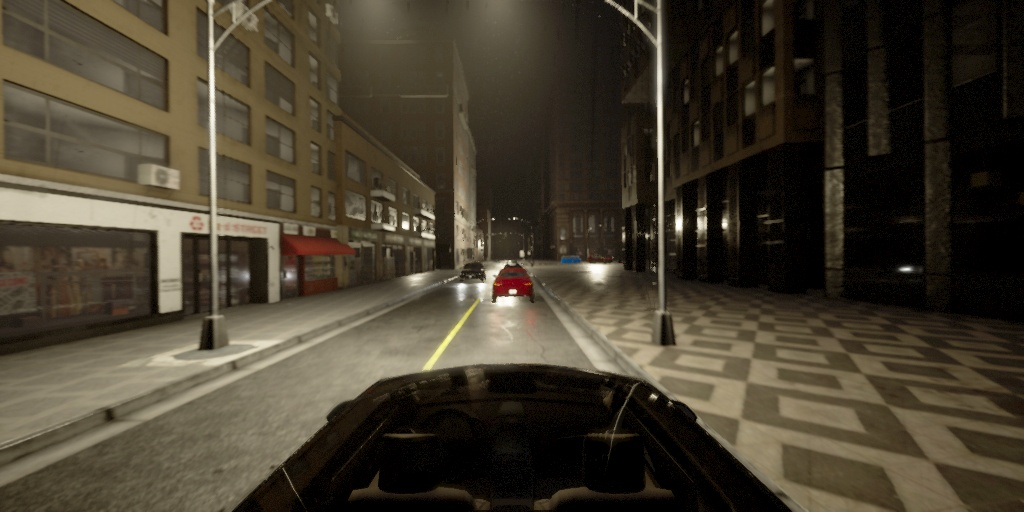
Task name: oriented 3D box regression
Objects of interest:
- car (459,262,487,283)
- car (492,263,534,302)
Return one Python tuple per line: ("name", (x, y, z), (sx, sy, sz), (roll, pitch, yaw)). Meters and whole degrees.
("car", (-3.044, 1.258, 28.641), (1.837, 1.490, 4.892), (-1, 0, 0))
("car", (0.041, 1.261, 16.765), (1.812, 1.442, 4.674), (-1, 0, 0))
